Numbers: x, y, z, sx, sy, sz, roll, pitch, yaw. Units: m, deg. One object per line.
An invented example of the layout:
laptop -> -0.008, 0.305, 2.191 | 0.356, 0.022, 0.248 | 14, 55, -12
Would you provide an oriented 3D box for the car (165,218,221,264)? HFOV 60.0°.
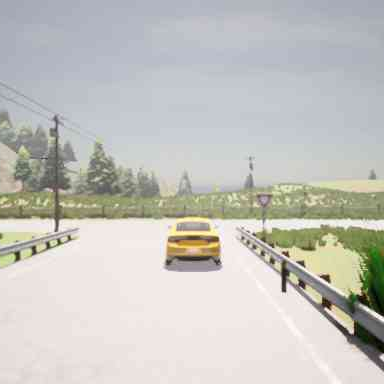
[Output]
car -> 0.028, 1.730, 12.868 | 1.882, 1.535, 5.008 | 0, -1, 0
